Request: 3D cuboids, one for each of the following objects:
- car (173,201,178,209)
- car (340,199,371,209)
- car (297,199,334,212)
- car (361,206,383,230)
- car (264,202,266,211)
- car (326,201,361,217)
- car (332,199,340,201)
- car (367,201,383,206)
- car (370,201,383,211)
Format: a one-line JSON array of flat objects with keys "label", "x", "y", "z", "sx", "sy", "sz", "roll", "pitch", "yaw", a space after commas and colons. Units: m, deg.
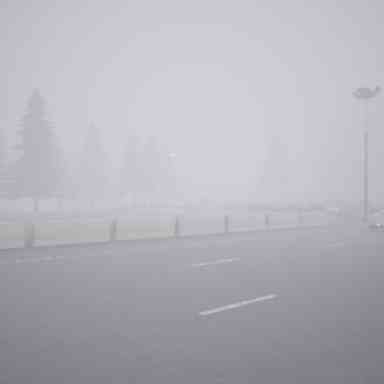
[{"label": "car", "x": -1.078, "y": 1.742, "z": 47.819, "sx": 1.812, "sy": 1.442, "sz": 4.674, "roll": 3, "pitch": 2, "yaw": 23}, {"label": "car", "x": 26.672, "y": 2.180, "z": 53.209, "sx": 5.566, "sy": 2.045, "sz": 2.150, "roll": 2, "pitch": -1, "yaw": -35}, {"label": "car", "x": 14.594, "y": 1.987, "z": 40.421, "sx": 5.008, "sy": 1.535, "sz": 1.882, "roll": 2, "pitch": -1, "yaw": -35}, {"label": "car", "x": 13.663, "y": 1.861, "z": 22.351, "sx": 4.674, "sy": 1.442, "sz": 1.812, "roll": 1, "pitch": 0, "yaw": -35}, {"label": "car", "x": 9.938, "y": 2.054, "z": 45.699, "sx": 4.718, "sy": 1.301, "sz": 1.895, "roll": 2, "pitch": -1, "yaw": -35}, {"label": "car", "x": 16.674, "y": 2.057, "z": 37.607, "sx": 4.674, "sy": 1.442, "sz": 1.812, "roll": 2, "pitch": -1, "yaw": -35}, {"label": "car", "x": 23.595, "y": 2.132, "z": 55.326, "sx": 5.566, "sy": 2.045, "sz": 2.150, "roll": 2, "pitch": -1, "yaw": -35}, {"label": "car", "x": 29.403, "y": 2.498, "z": 50.862, "sx": 4.892, "sy": 1.490, "sz": 1.837, "roll": 2, "pitch": -1, "yaw": -35}, {"label": "car", "x": 36.869, "y": 2.795, "z": 64.708, "sx": 4.553, "sy": 1.767, "sz": 2.097, "roll": 2, "pitch": -1, "yaw": -35}]
